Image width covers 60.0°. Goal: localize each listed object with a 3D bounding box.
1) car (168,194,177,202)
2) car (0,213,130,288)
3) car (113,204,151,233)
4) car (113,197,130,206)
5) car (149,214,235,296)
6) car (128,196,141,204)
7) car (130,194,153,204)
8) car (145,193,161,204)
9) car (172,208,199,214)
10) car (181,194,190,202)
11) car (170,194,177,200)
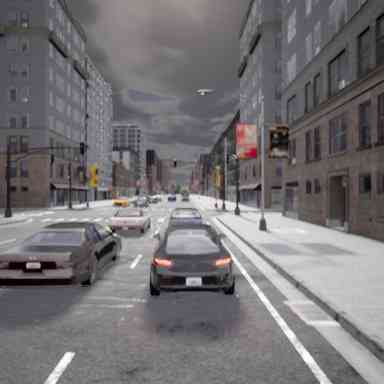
[{"bbox_3d":[-4.865,1.536,80.453,1.882,1.535,5.008,0,0,-1],"label":"car"},{"bbox_3d":[-3.306,1.554,9.318,2.033,1.411,5.357,0,0,-1],"label":"car"},{"bbox_3d":[-3.519,1.615,19.600,1.895,1.301,4.718,0,0,-1],"label":"car"},{"bbox_3d":[-10.872,1.522,51.661,1.882,1.535,5.008,0,0,-1],"label":"car"},{"bbox_3d":[-0.042,1.531,8.598,1.812,1.442,4.674,0,0,-2],"label":"car"},{"bbox_3d":[-11.078,1.579,64.679,1.812,1.442,4.674,0,0,-1],"label":"car"},{"bbox_3d":[-7.589,1.534,50.188,2.128,1.511,4.902,0,0,-1],"label":"car"},{"bbox_3d":[-7.841,1.546,65.384,2.128,1.511,4.902,0,0,-1],"label":"car"},{"bbox_3d":[-0.339,1.560,18.184,2.033,1.411,5.357,0,0,-1],"label":"car"},{"bbox_3d":[-1.624,1.654,80.966,1.895,1.301,4.718,0,0,-1],"label":"car"},{"bbox_3d":[-5.078,1.436,90.870,1.837,1.490,4.892,0,0,-1],"label":"car"}]
